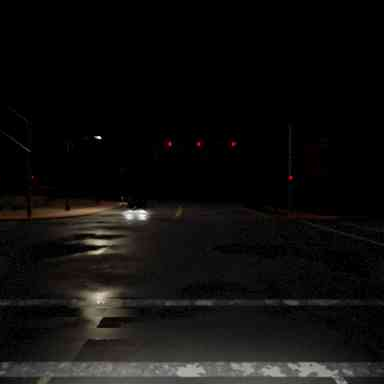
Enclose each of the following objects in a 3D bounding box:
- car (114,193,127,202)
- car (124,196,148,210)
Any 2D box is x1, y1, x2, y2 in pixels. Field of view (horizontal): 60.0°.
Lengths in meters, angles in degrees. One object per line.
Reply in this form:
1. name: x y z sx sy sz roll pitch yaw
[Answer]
1. car: -13.460 1.071 64.159 2.097 1.767 4.553 -1 0 -34
2. car: -6.548 1.430 40.552 1.895 1.301 4.718 0 0 0
